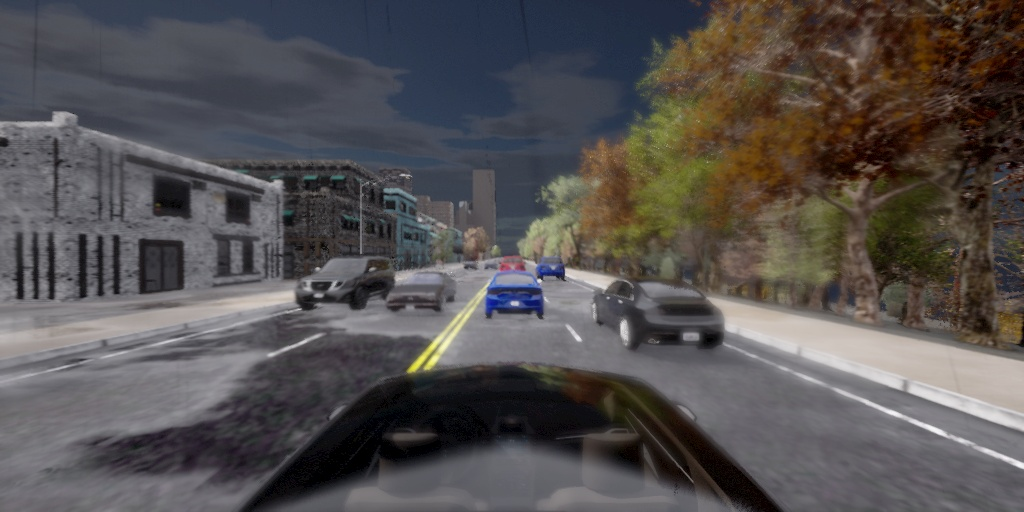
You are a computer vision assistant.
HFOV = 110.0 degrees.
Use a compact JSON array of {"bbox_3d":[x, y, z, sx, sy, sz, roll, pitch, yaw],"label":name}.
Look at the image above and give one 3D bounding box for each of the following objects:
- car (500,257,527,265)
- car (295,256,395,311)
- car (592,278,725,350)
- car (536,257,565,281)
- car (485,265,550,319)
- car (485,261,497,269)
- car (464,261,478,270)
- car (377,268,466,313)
[{"bbox_3d":[0.096,1.088,31.588,2.150,2.045,5.566,0,0,0],"label":"car"},{"bbox_3d":[-6.603,1.022,15.055,2.150,2.045,5.566,0,0,0],"label":"car"},{"bbox_3d":[3.346,1.283,9.121,1.837,1.490,4.892,0,0,0],"label":"car"},{"bbox_3d":[3.346,1.088,31.649,2.150,2.045,5.566,0,0,0],"label":"car"},{"bbox_3d":[0.096,1.272,13.096,1.882,1.535,5.008,0,0,0],"label":"car"},{"bbox_3d":[-3.303,1.513,57.475,2.033,1.411,5.357,0,0,1],"label":"car"},{"bbox_3d":[-6.549,1.514,57.780,2.033,1.411,5.357,0,0,1],"label":"car"},{"bbox_3d":[-3.353,1.347,14.517,2.033,1.411,5.357,0,0,0],"label":"car"}]
